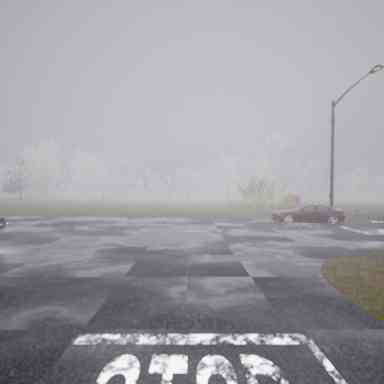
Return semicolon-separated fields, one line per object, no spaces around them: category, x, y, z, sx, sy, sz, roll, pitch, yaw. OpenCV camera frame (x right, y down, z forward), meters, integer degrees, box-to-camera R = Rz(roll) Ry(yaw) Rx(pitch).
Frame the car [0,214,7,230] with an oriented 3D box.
car;-12.240;1.369;17.129;5.008;1.535;1.882;1;1;0

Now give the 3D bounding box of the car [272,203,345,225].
car;8.350;1.574;23.977;5.008;1.535;1.882;0;1;0
